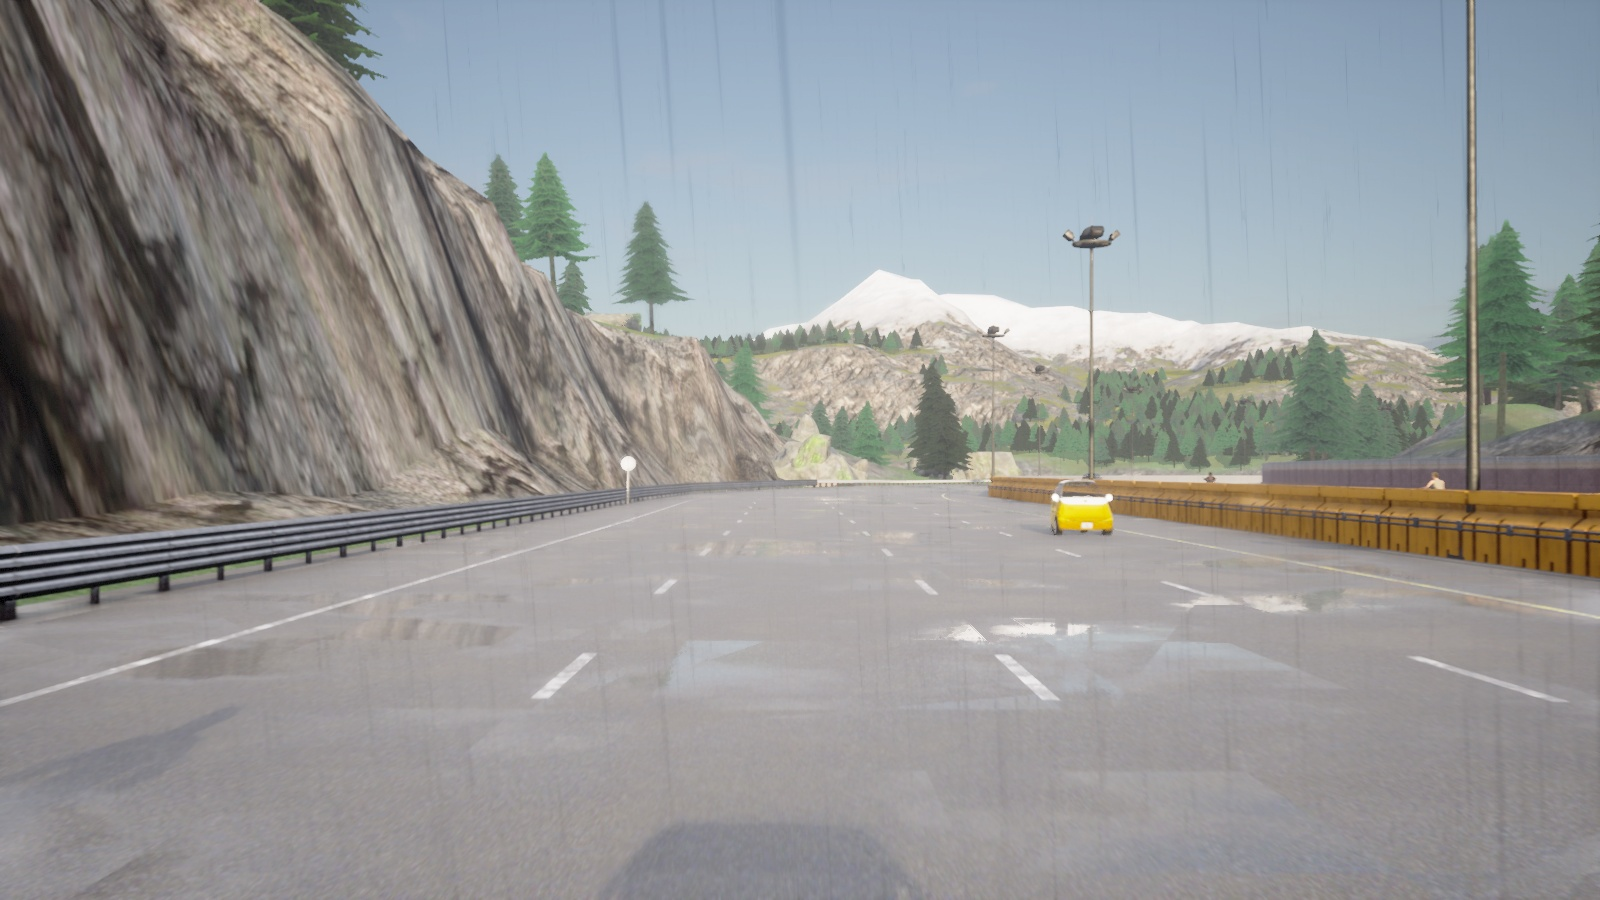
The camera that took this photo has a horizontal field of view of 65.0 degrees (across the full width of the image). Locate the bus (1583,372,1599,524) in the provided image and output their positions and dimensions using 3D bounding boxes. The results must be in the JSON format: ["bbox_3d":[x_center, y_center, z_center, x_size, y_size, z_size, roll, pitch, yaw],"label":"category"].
[{"bbox_3d":[24.422,-0.144,30.819,3.944,4.253,10.273,0,-1,0],"label":"bus"}]

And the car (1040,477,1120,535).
[{"bbox_3d":[6.926,1.364,31.214,1.481,1.376,2.207,0,-1,0],"label":"car"}]
